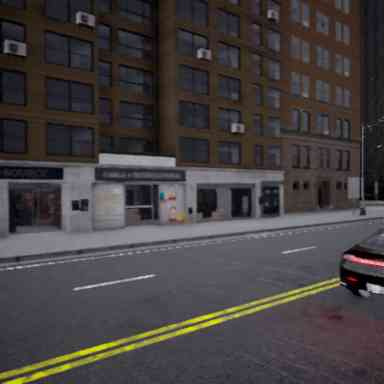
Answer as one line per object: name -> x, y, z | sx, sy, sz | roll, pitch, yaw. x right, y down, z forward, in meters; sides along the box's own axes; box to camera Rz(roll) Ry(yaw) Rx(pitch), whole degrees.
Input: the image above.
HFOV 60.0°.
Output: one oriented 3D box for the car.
car -> 5.111, 1.420, 7.084 | 4.902, 1.511, 2.128 | -1, 0, -35
